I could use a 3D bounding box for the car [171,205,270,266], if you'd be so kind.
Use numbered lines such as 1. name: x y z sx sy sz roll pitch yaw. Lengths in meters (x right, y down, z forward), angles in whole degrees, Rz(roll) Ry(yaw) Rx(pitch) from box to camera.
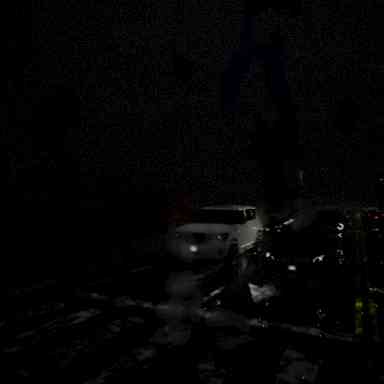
1. car: 1.264 1.562 13.382 2.150 2.045 5.566 -1 -2 26

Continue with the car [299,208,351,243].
1. car: 7.724 1.813 19.063 2.097 1.767 4.553 -1 -2 26

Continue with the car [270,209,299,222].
1. car: 5.575 2.049 22.036 1.837 1.490 4.892 -1 -2 26

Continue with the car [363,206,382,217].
1. car: 24.430 2.622 45.124 1.994 1.385 4.181 -1 -2 26

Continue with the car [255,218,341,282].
1. car: 3.700 1.795 10.971 1.812 1.442 4.674 -1 -2 26

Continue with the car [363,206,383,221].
1. car: 20.458 2.472 37.121 1.895 1.301 4.718 -1 -2 26

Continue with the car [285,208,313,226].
1. car: 10.058 2.282 31.026 1.812 1.442 4.674 -1 -2 27
